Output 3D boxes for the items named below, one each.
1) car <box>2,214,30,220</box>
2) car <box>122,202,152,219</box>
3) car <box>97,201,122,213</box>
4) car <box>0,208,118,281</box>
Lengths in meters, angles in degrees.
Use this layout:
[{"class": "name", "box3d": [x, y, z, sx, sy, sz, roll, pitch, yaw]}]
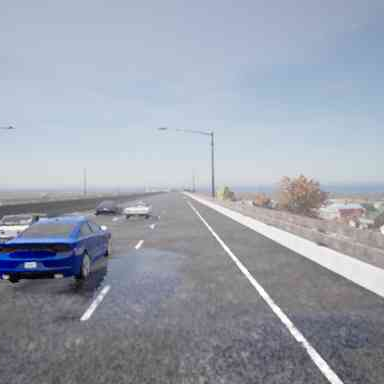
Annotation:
[{"class": "car", "box3d": [-7.434, 1.638, 15.280, 1.895, 1.301, 4.718, -1, 0, -2]}, {"class": "car", "box3d": [-4.441, 1.540, 28.401, 1.895, 1.301, 4.718, -1, 0, -2]}, {"class": "car", "box3d": [-8.120, 1.534, 32.936, 1.994, 1.385, 4.181, -1, 0, -2]}, {"class": "car", "box3d": [-3.726, 1.486, 9.960, 1.882, 1.535, 5.008, -1, 0, -2]}]
